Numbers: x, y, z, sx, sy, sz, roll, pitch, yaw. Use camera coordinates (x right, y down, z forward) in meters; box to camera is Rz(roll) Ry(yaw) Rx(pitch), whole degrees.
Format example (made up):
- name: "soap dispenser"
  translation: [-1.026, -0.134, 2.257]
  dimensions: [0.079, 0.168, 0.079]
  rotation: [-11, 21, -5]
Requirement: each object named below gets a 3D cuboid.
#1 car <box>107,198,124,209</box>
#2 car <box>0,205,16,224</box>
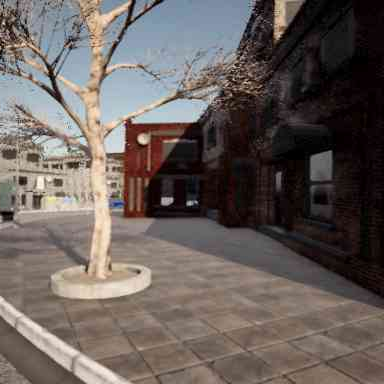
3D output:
- name: "car"
  translation: [-14.663, 2.103, 61.397]
  dimensions: [2.150, 2.045, 5.566]
  rotation: [1, -1, 15]
- name: "car"
  translation: [-16.189, 1.770, 27.583]
  dimensions: [1.882, 1.535, 5.008]
  rotation: [1, -1, -9]
